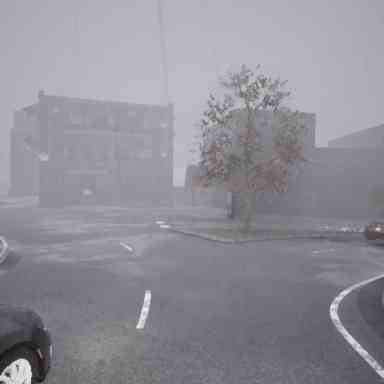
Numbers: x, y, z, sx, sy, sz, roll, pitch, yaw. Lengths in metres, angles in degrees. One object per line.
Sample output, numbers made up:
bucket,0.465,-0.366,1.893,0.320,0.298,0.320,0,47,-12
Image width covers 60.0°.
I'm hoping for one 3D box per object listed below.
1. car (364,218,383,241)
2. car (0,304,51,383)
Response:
car,11.039,1.954,17.219,4.181,1.385,1.994,4,-2,-23
car,-2.937,1.503,1.968,1.837,1.490,4.892,1,0,14
